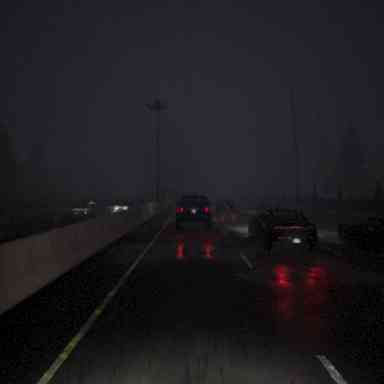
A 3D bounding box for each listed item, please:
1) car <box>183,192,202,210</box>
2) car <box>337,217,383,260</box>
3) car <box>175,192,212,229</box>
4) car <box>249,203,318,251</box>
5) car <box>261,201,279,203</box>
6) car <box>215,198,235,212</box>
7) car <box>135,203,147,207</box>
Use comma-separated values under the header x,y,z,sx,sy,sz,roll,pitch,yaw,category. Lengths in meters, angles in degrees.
x,y,z,sx,sy,sz,roll,pitch,yaw,category
0.104,1.088,41.760,2.150,2.045,5.566,0,-1,1,car
7.102,1.564,12.082,1.895,1.301,4.718,0,0,0,car
0.104,1.158,21.467,2.150,2.045,5.566,0,0,0,car
3.602,1.449,13.853,2.128,1.511,4.902,0,0,0,car
7.104,1.508,30.551,1.895,1.301,4.718,0,0,0,car
3.604,1.380,36.770,2.128,1.511,4.902,0,0,0,car
-7.079,1.357,44.140,2.128,1.511,4.902,0,0,0,car
